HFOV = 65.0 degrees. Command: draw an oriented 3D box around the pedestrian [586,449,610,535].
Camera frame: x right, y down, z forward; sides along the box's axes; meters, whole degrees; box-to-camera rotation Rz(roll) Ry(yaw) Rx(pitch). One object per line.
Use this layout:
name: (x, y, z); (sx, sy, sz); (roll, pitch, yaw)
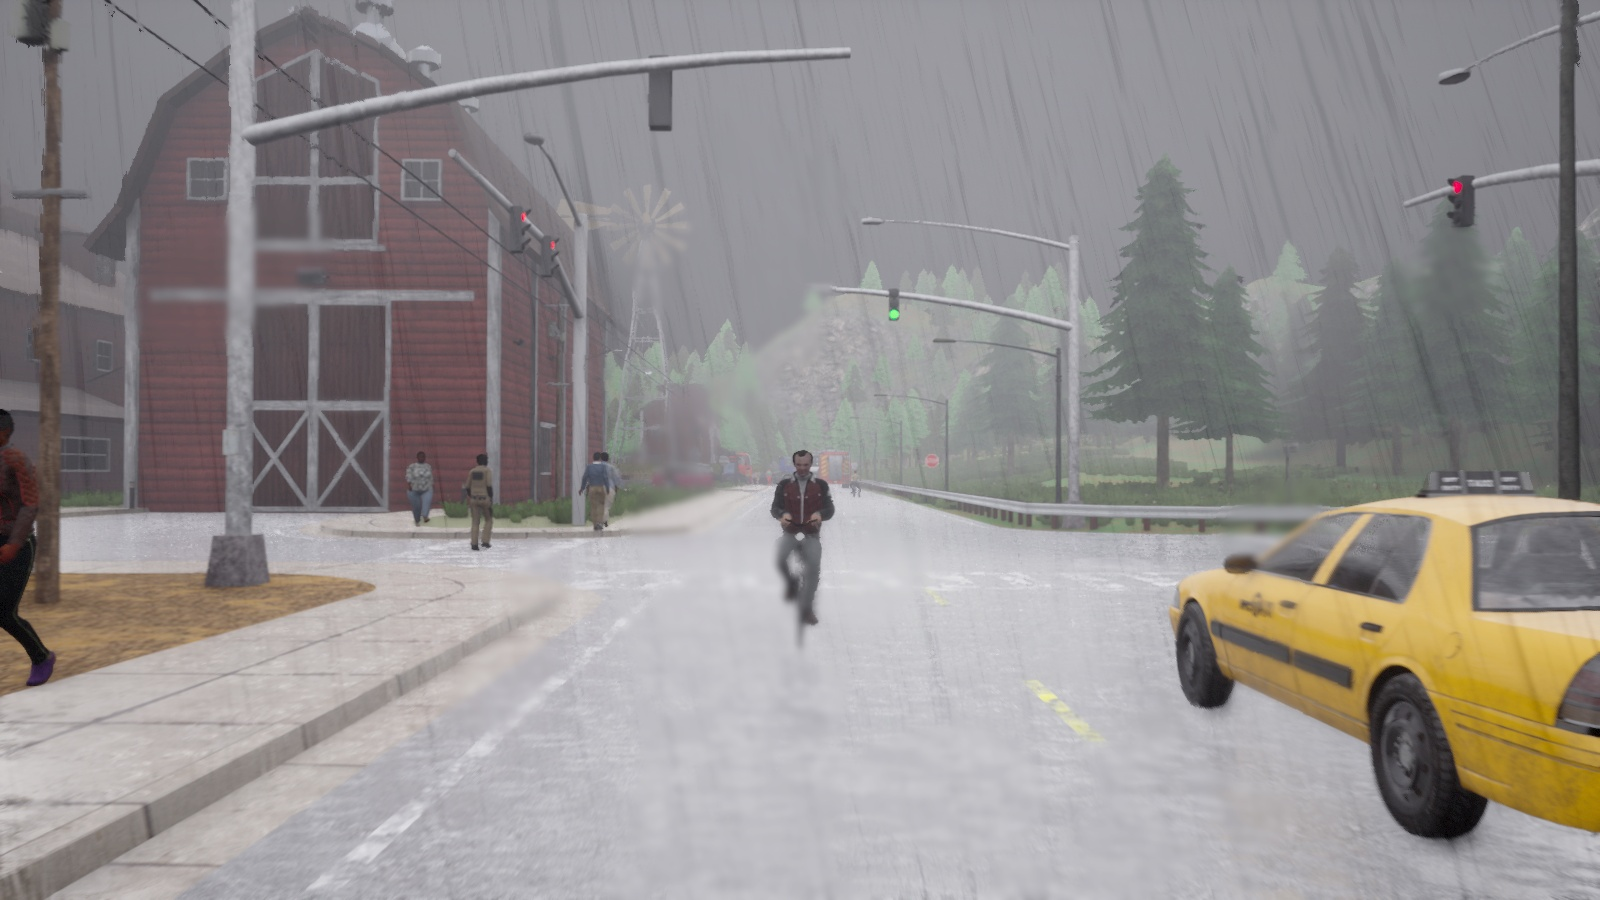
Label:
pedestrian: (-4.646, 0.966, 28.933); (0.423, 1.949, 0.788); (0, -1, 0)

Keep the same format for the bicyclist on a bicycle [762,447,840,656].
bicyclist on a bicycle: (0.022, 0.879, 11.568); (0.659, 1.776, 1.843); (0, -1, 1)

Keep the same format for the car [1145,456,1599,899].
car: (3.484, 0.850, 6.658); (1.801, 1.575, 5.366); (0, -1, 0)

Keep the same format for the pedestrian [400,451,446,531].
pedestrian: (-8.930, 0.966, 29.734); (0.874, 1.855, 0.900); (0, -1, -28)

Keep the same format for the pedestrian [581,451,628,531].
pedestrian: (-4.584, 0.959, 29.555); (0.874, 1.855, 0.900); (0, -1, 7)

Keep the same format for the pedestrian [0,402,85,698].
pedestrian: (-4.991, 0.612, 7.928); (0.328, 1.805, 0.869); (0, -1, 12)

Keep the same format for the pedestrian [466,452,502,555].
pedestrian: (-6.014, 1.015, 23.931); (0.396, 1.930, 0.692); (0, -1, 12)

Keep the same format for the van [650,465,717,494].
van: (-8.151, 2.072, 87.961); (4.442, 1.987, 1.775); (0, -1, 2)
